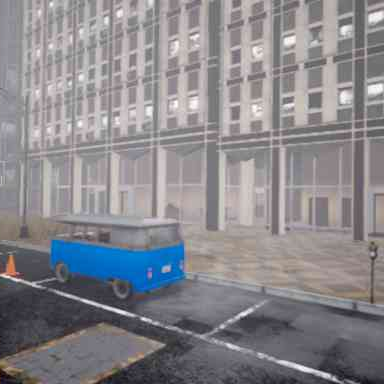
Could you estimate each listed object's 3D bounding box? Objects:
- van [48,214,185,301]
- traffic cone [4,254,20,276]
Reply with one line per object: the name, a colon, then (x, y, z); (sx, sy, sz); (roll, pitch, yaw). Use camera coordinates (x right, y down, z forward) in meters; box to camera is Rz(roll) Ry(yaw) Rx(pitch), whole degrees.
van: (-2.059, 1.503, 8.562); (3.998, 1.788, 1.690); (-1, -1, 37)
traffic cone: (-5.314, 2.123, 9.792); (0.340, 0.580, 0.340); (-1, -1, 37)
